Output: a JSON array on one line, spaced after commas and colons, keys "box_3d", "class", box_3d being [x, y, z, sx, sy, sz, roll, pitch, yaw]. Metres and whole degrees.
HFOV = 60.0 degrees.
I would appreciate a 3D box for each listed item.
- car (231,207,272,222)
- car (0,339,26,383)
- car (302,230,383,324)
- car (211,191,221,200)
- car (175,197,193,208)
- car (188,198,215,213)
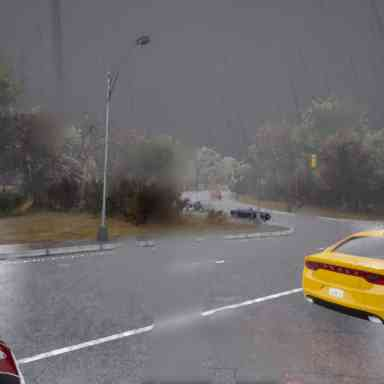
[{"box_3d": [5.800, 2.158, 32.910, 1.895, 1.301, 4.718, 3, -1, -24], "class": "car"}, {"box_3d": [-3.190, 1.353, 1.475, 4.553, 1.767, 2.097, 0, 0, -35], "class": "car"}, {"box_3d": [4.400, 1.543, 6.895, 5.008, 1.535, 1.882, 1, -1, -35], "class": "car"}, {"box_3d": [5.740, 0.746, 79.003, 2.150, 2.045, 5.566, 2, 2, -1], "class": "car"}, {"box_3d": [-1.282, 1.694, 53.666, 1.994, 1.385, 4.181, 2, 2, -14], "class": "car"}, {"box_3d": [1.532, 1.927, 43.884, 1.837, 1.490, 4.892, 2, 0, -18], "class": "car"}]
